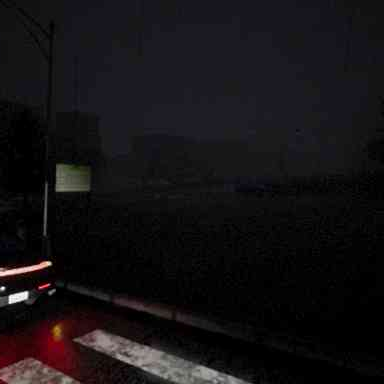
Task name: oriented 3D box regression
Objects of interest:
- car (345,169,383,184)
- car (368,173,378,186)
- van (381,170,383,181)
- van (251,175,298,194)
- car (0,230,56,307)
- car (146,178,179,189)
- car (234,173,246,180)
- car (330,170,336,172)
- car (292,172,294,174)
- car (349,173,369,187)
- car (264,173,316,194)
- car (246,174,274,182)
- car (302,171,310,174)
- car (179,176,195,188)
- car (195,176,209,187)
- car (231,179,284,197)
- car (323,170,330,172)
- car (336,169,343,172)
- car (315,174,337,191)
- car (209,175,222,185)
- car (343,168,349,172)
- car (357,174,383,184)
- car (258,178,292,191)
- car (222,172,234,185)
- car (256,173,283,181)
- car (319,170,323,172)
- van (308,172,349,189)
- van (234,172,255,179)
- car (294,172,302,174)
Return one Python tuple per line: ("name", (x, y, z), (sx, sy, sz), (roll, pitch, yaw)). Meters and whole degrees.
("car", (28.585, -2.263, 54.624), (5.566, 2.045, 2.435), (3, 6, 31))
("car", (26.237, -1.787, 52.772), (4.792, 1.488, 2.163), (3, 6, 31))
("van", (37.940, -3.021, 62.170), (4.442, 1.987, 1.878), (3, 6, 30))
("van", (9.821, -0.681, 39.732), (4.442, 1.987, 1.878), (3, 7, 32))
("car", (-4.831, 1.523, 6.950), (4.902, 1.511, 2.128), (0, 0, 36))
("car", (-4.781, -1.199, 49.903), (4.674, 1.452, 2.002), (1, 5, 30))
("car", (6.496, -2.215, 59.359), (5.008, 1.535, 2.097), (1, 5, 30))
("car", (31.345, -4.440, 79.876), (4.553, 1.767, 2.185), (2, 5, 31))
("car", (17.762, -3.182, 68.733), (5.008, 1.535, 2.097), (1, 5, 30))
("car", (23.869, -1.621, 50.905), (4.892, 1.521, 2.231), (3, 7, 31))
("car", (12.051, -0.906, 41.643), (5.566, 2.045, 2.435), (3, 7, 32))
("car", (13.253, -2.796, 64.991), (5.008, 1.535, 2.097), (1, 5, 30))
("car", (22.284, -3.565, 72.453), (4.892, 1.521, 2.231), (1, 5, 30))
("car", (-2.499, -1.404, 51.782), (4.792, 1.488, 2.163), (1, 5, 30))
("car", (-0.249, -1.754, 53.655), (4.553, 1.767, 2.185), (1, 5, 30))
("car", (7.361, -0.270, 37.975), (5.008, 1.535, 2.097), (3, 7, 32))
("car", (29.063, -4.097, 78.057), (4.674, 1.452, 2.002), (2, 5, 30))
("car", (33.594, -4.491, 81.759), (5.008, 1.535, 2.097), (2, 5, 31))
("car", (16.770, -1.168, 45.353), (4.553, 1.767, 2.185), (3, 7, 32))
("car", (1.959, -1.795, 55.589), (4.792, 1.488, 2.163), (1, 6, 30))
("car", (35.849, -4.658, 83.624), (5.008, 1.535, 2.097), (2, 5, 31))
("car", (30.899, -2.210, 56.555), (4.892, 1.521, 2.231), (3, 6, 31))
("car", (11.667, -1.103, 46.944), (1.812, 1.442, 4.674), (-4, 6, -33))
("car", (4.264, -2.143, 57.435), (4.553, 1.767, 2.185), (1, 5, 30))
("car", (15.537, -2.958, 66.844), (4.792, 1.488, 2.163), (2, 5, 30))
("car", (26.822, -4.073, 76.158), (4.553, 1.767, 2.185), (1, 5, 30))
("van", (19.256, -1.454, 47.116), (4.442, 1.987, 1.878), (3, 7, 32))
("van", (8.647, -2.636, 61.275), (4.442, 1.987, 1.878), (1, 6, 30))
("car", (20.026, -3.373, 70.591), (4.892, 1.521, 2.231), (1, 6, 30))
